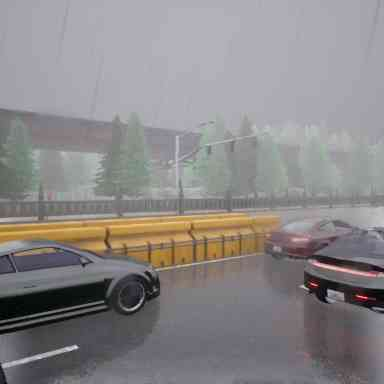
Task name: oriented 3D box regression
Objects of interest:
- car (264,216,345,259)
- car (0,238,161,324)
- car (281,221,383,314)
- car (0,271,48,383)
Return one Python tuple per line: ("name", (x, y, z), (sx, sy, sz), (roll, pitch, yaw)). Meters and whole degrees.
("car", (4.422, 1.526, 11.234), (4.674, 1.442, 1.812), (0, 0, -35))
("car", (-2.683, 1.564, 6.125), (4.181, 1.385, 1.994), (0, 0, -36))
("car", (4.360, 1.492, 6.902), (4.902, 1.511, 2.128), (0, 0, -35))
("car", (-3.090, 1.564, 1.536), (4.181, 1.385, 1.994), (0, 0, -36))
